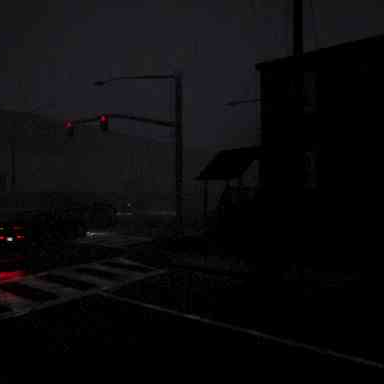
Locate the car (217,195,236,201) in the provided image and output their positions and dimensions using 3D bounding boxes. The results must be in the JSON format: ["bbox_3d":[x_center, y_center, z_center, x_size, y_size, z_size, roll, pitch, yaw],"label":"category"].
[{"bbox_3d":[9.587,1.750,92.586,4.974,1.542,2.038,0,0,-26],"label":"car"}]

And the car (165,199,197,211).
[{"bbox_3d":[-1.371,1.645,42.543,1.882,1.535,5.008,0,0,36],"label":"car"}]

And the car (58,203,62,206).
[{"bbox_3d":[-12.228,1.667,33.355,1.882,1.535,5.008,0,0,36],"label":"car"}]

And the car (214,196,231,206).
[{"bbox_3d":[5.846,1.790,58.544,1.895,1.301,4.718,0,0,36],"label":"car"}]

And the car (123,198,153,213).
[{"bbox_3d":[-6.869,1.545,40.866,2.097,1.767,4.553,0,-1,36],"label":"car"}]

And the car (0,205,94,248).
[{"bbox_3d":[-6.698,1.599,15.394,1.837,1.490,4.892,-4,-1,10],"label":"car"}]

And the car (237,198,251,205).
[{"bbox_3d":[7.224,1.589,36.175,2.128,1.511,4.902,0,0,36],"label":"car"}]

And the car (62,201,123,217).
[{"bbox_3d":[-9.294,1.672,31.441,1.837,1.490,4.892,0,0,36],"label":"car"}]
